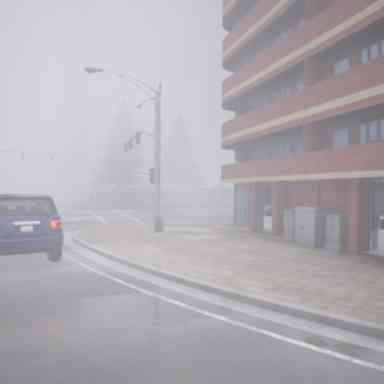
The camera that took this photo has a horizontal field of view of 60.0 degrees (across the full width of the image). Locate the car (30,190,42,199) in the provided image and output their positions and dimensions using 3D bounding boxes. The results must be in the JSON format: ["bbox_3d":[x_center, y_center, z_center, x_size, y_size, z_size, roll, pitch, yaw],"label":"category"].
[{"bbox_3d":[-34.735,0.544,73.970,2.097,1.767,4.553,0,0,-21],"label":"car"}]

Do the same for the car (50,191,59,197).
[{"bbox_3d":[-35.097,0.496,84.844,2.033,1.411,5.357,0,0,-21],"label":"car"}]

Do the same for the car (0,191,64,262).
[{"bbox_3d":[-5.853,1.089,11.052,2.150,2.045,5.566,0,-1,-33],"label":"car"}]

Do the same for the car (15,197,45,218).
[{"bbox_3d":[-13.627,1.206,28.251,1.882,1.535,5.008,0,0,-21],"label":"car"}]

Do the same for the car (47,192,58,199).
[{"bbox_3d":[-31.473,0.754,75.234,2.033,1.411,5.357,0,0,-21],"label":"car"}]

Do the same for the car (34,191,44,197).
[{"bbox_3d":[-38.371,0.430,83.609,1.837,1.490,4.892,0,0,-21],"label":"car"}]
